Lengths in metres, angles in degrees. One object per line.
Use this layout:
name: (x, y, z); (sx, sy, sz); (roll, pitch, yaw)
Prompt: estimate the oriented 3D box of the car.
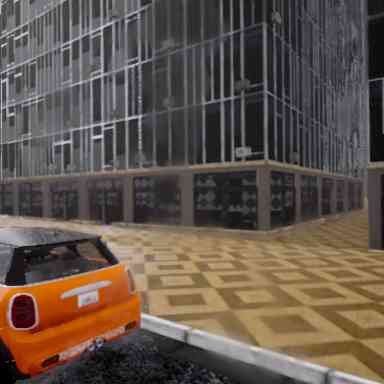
car: (-3.023, 1.346, 5.399); (4.553, 1.767, 2.097); (0, 0, 36)
